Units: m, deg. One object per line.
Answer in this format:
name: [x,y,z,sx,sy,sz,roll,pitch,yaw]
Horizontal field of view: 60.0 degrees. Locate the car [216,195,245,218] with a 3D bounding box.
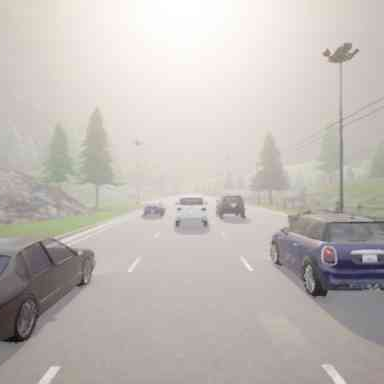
car: [3.410,1.246,30.070,2.150,2.045,5.566,0,0,0]

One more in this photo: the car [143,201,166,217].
car: [-3.605,1.586,32.425,1.812,1.442,4.674,0,0,0]

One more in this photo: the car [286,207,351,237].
car: [6.990,1.591,18.987,1.895,1.301,4.718,0,0,0]

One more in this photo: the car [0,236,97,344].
car: [-3.412,1.573,6.386,2.033,1.411,5.357,0,0,-1]

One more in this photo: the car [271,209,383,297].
car: [3.535,1.345,8.739,2.097,1.767,4.553,0,0,0]

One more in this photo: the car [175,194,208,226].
car: [-0.043,1.255,23.666,2.150,2.045,5.566,0,0,0]

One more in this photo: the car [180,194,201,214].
car: [-0.138,1.274,37.013,2.150,2.045,5.566,0,0,0]
